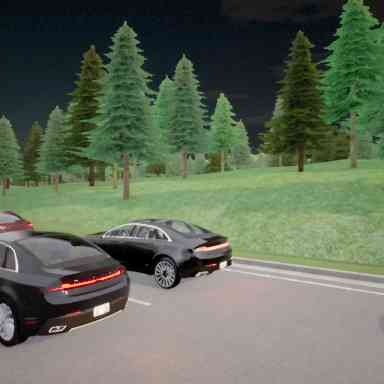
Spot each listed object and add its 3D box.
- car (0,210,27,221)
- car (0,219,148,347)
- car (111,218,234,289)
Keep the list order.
[{"bbox_3d":[-8.743,1.526,14.567,4.674,1.442,1.812,0,0,36],"label":"car"},{"bbox_3d":[-3.315,1.505,6.373,4.892,1.490,1.837,0,0,36],"label":"car"},{"bbox_3d":[-1.242,1.492,9.197,4.902,1.511,2.128,0,0,35],"label":"car"}]
